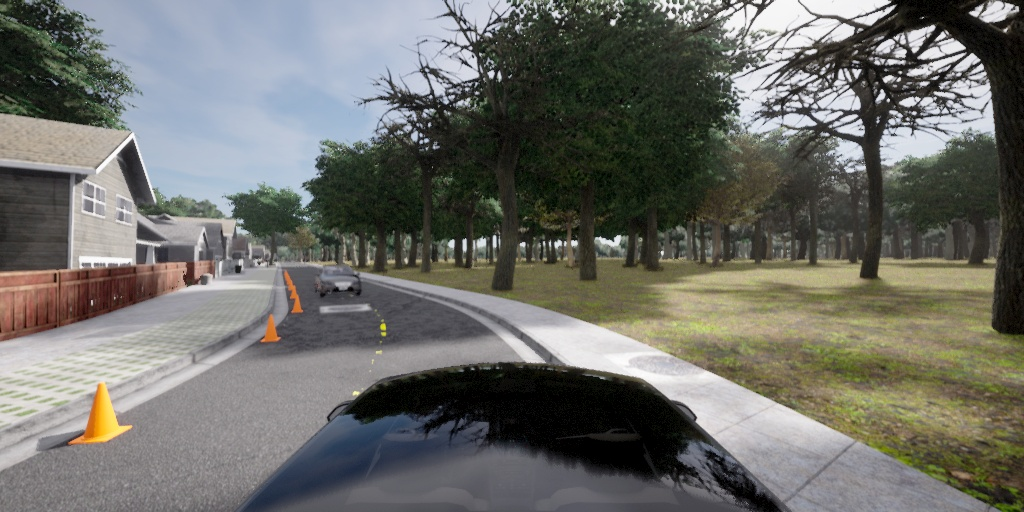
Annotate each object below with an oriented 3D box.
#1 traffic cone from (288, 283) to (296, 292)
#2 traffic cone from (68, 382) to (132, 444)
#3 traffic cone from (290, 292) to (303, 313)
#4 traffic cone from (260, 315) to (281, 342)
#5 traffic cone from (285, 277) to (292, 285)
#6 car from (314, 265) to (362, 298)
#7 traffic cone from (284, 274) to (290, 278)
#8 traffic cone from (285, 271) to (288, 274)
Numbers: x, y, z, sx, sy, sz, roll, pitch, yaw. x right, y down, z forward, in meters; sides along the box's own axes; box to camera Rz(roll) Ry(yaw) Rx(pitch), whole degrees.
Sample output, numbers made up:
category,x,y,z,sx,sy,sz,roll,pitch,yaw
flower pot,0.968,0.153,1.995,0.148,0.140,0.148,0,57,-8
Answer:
category,x,y,z,sx,sy,sz,roll,pitch,yaw
traffic cone,-10.105,1.664,16.619,0.340,0.580,0.340,0,0,-33
traffic cone,-4.533,1.693,3.962,0.340,0.580,0.340,0,0,-9
traffic cone,-7.506,1.659,12.526,0.340,0.580,0.340,0,0,-29
traffic cone,-5.633,1.671,8.378,0.340,0.580,0.340,0,0,-19
traffic cone,-12.828,1.681,20.814,0.340,0.580,0.340,0,0,-33
car,-9.121,1.228,18.650,2.128,1.511,4.902,1,-1,-33
traffic cone,-15.550,1.699,25.009,0.340,0.580,0.340,0,0,-33
traffic cone,-18.272,1.716,29.204,0.340,0.580,0.340,0,0,-33
